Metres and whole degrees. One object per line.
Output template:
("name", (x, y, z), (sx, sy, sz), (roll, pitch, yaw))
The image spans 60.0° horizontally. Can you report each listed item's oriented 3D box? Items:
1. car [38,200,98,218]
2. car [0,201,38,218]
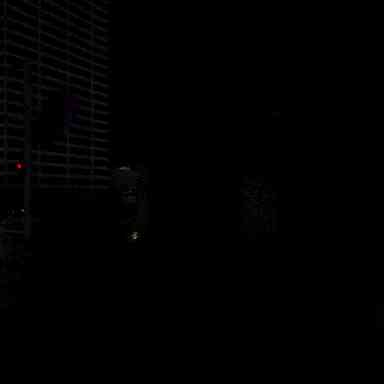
("car", (-11.086, 1.478, 30.754), (1.882, 1.535, 5.008), (0, 0, 35))
("car", (-15.458, 1.547, 30.638), (2.033, 1.411, 5.357), (0, 0, 35))
